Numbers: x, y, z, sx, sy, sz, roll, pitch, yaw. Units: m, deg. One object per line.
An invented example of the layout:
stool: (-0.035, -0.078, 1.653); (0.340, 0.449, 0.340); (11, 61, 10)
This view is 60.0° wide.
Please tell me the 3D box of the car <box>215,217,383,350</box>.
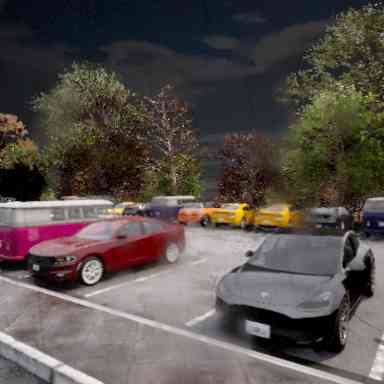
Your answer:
car: (2.300, 1.504, 6.577); (2.163, 1.488, 4.792); (0, 0, 36)

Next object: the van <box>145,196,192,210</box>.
van: (-1.142, 1.314, 25.289); (1.878, 1.987, 4.442); (0, 0, 36)

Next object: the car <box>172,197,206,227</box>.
car: (1.026, 1.401, 23.558); (2.185, 1.767, 4.553); (0, 0, 36)

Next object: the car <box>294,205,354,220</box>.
car: (7.805, 1.488, 18.748); (2.231, 1.521, 4.892); (0, 0, 36)

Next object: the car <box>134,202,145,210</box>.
car: (-3.468, 1.554, 26.799); (2.231, 1.521, 4.892); (0, 0, 36)

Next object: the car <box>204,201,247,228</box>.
car: (3.194, 1.514, 22.042); (2.097, 1.535, 5.008); (0, 0, 36)

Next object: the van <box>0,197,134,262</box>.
van: (-4.393, 1.289, 11.537); (1.878, 1.987, 4.442); (0, 0, 36)

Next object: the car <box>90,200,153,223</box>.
car: (-5.824, 1.565, 28.262); (1.946, 1.575, 5.366); (0, 0, 36)

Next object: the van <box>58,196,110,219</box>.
van: (-10.255, 1.392, 31.799); (1.878, 1.987, 4.442); (-1, 0, 36)

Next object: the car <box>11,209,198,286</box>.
car: (-2.197, 1.501, 9.832); (2.097, 1.535, 5.008); (0, 0, 36)

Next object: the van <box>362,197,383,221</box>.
van: (10.129, 1.248, 17.239); (1.878, 1.987, 4.442); (0, 0, 36)

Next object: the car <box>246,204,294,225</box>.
car: (5.551, 1.500, 20.359); (2.097, 1.535, 5.008); (0, 0, 36)
